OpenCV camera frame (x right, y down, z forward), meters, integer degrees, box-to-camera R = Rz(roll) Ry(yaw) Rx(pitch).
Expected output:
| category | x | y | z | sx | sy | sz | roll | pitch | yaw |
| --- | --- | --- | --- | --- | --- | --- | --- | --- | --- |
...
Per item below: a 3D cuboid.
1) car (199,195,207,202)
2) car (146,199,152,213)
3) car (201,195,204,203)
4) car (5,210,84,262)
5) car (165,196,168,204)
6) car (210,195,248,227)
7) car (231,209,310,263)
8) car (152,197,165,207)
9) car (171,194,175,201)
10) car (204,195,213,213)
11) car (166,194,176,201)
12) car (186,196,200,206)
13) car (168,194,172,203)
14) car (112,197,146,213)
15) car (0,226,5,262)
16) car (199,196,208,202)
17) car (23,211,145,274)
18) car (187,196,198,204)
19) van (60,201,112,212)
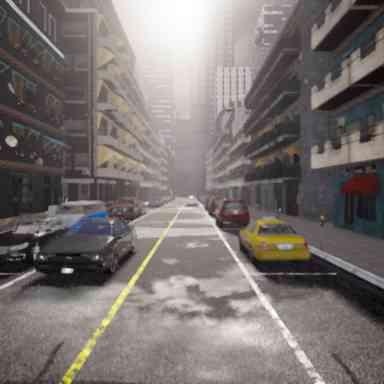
| category | x | y | z | sx | sy | sz | roll | pitch | yaw |
| --- | --- | --- | --- | --- | --- | --- | --- | --- | --- |
| car | 2.726 | 1.568 | 84.542 | 1.967 | 1.590 | 4.097 | -1 | 0 | 0 |
| car | -5.688 | 1.601 | 34.157 | 2.008 | 1.369 | 4.403 | -1 | 0 | 0 |
| car | 2.703 | 1.382 | 45.328 | 2.192 | 1.841 | 5.009 | -1 | 0 | 0 |
| car | -5.660 | 1.568 | 11.748 | 2.008 | 1.369 | 4.403 | -1 | 0 | 0 |
| car | -5.668 | 1.666 | 56.564 | 1.802 | 1.307 | 4.206 | -1 | 0 | 0 |
| car | 2.690 | 1.348 | 22.920 | 2.192 | 1.841 | 5.009 | -1 | 0 | 0 |
| car | 2.687 | 1.543 | 11.885 | 1.752 | 1.417 | 4.829 | -1 | 0 | 0 |
| car | -5.671 | 1.658 | 50.962 | 1.802 | 1.307 | 4.206 | -1 | 0 | 0 |
| car | -5.656 | 1.670 | 78.973 | 2.008 | 1.369 | 4.403 | -1 | 0 | 0 |
| car | 2.696 | 1.365 | 34.124 | 2.192 | 1.841 | 5.009 | -1 | 0 | 0 |
| car | -5.653 | 1.453 | 90.177 | 2.192 | 1.841 | 5.009 | -1 | 0 | 0 |
| car | 0.032 | 1.611 | 57.116 | 1.812 | 1.442 | 4.674 | 0 | 0 | 0 |
| car | -5.662 | 1.653 | 67.769 | 2.008 | 1.369 | 4.403 | -1 | 0 | 0 |
| car | -5.677 | 1.357 | 28.555 | 2.192 | 1.841 | 5.009 | -1 | 0 | 0 |
| car | -5.664 | 1.450 | 6.146 | 1.967 | 1.590 | 4.097 | -1 | 0 | 0 |
| car | 2.724 | 1.685 | 78.939 | 1.947 | 1.339 | 4.313 | -1 | 0 | 0 |
| car | -3.046 | 1.563 | 10.856 | 2.033 | 1.411 | 5.357 | 0 | 0 | 1 |
| car | 0.038 | 1.572 | 67.157 | 2.128 | 1.511 | 4.902 | 0 | 0 | 0 |
| van | -5.659 | 1.367 | 17.350 | 1.690 | 1.788 | 3.998 | -1 | 0 | 0 |
